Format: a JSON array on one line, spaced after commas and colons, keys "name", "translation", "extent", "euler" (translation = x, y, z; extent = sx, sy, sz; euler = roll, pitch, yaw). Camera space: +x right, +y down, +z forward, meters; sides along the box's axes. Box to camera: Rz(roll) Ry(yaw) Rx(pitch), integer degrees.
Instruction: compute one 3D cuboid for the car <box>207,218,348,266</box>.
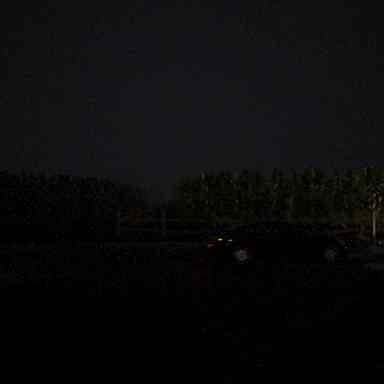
[{"name": "car", "translation": [2.870, 1.646, 11.471], "extent": [4.674, 1.442, 1.812], "euler": [0, 0, 0]}]
